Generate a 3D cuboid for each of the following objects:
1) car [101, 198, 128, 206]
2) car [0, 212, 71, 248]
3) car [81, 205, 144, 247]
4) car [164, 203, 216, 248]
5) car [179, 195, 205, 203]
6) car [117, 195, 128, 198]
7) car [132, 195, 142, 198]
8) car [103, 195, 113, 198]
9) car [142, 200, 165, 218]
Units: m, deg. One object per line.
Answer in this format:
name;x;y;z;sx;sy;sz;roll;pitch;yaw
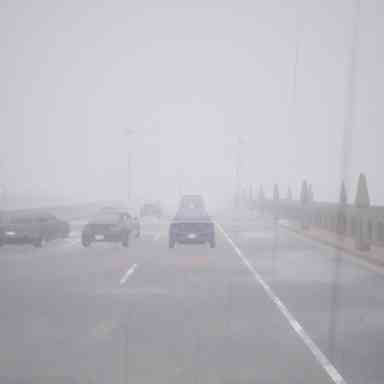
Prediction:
car;-7.000;1.533;29.850;1.812;1.442;4.674;0;0;0
car;-7.000;1.572;14.851;1.994;1.385;4.181;0;0;0
car;-3.500;1.533;14.851;1.812;1.442;4.674;0;0;0
car;0.000;1.485;14.851;1.882;1.535;5.008;0;0;0
car;0.000;1.258;29.875;2.150;2.045;5.566;0;0;0
car;-16.318;1.445;77.791;1.837;1.490;4.892;0;0;2
car;-12.820;1.445;77.690;1.837;1.490;4.892;0;0;2
car;-19.817;1.469;77.892;1.812;1.442;4.674;0;0;2
car;-3.500;1.495;29.847;2.128;1.511;4.902;0;0;0
